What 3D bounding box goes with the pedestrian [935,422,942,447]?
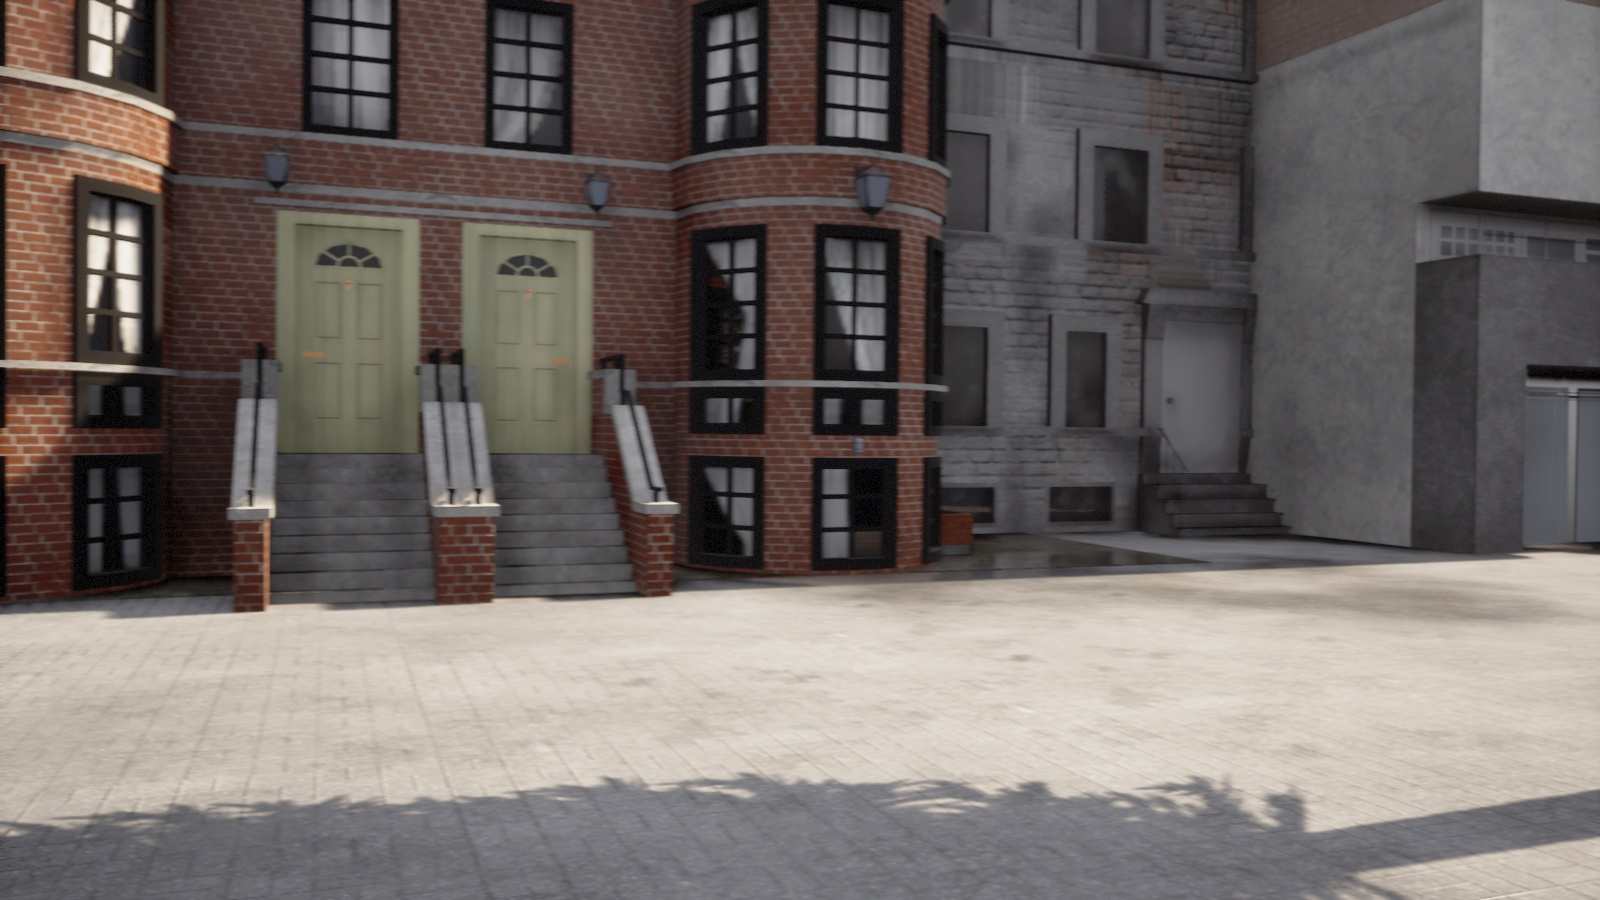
[{"bbox_3d":[10.334,-1.132,93.641,0.345,1.836,0.594,-1,1,-11],"label":"pedestrian"}]
